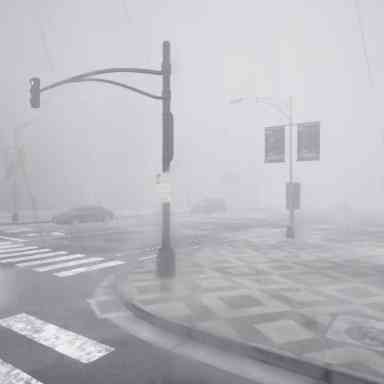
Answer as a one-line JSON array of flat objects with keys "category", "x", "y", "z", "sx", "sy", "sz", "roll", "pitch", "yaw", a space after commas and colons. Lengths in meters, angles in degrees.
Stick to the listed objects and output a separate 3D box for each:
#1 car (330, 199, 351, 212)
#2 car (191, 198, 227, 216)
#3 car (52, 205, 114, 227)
[{"category": "car", "x": 24.538, "y": 2.383, "z": 54.115, "sx": 2.128, "sy": 1.511, "sz": 4.902, "roll": 0, "pitch": -1, "yaw": 36}, {"category": "car", "x": 2.155, "y": 1.734, "z": 39.667, "sx": 2.150, "sy": 2.045, "sz": 5.566, "roll": 0, "pitch": -1, "yaw": 35}, {"category": "car", "x": -8.119, "y": 1.756, "z": 25.153, "sx": 1.837, "sy": 1.490, "sz": 4.892, "roll": 0, "pitch": -1, "yaw": 35}]
